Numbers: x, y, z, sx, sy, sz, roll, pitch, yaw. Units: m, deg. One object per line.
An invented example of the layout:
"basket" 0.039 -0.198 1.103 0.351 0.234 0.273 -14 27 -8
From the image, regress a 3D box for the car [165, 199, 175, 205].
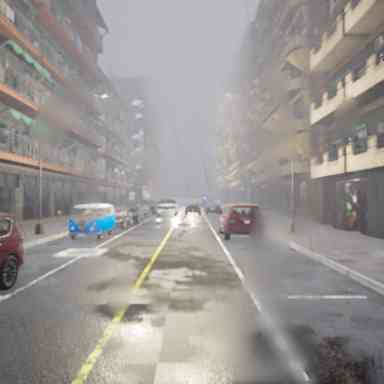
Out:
"car" -5.295 2.468 80.360 2.008 1.369 4.403 1 -1 0

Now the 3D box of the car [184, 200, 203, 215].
"car" 0.105 1.986 40.578 1.812 1.442 4.674 0 -1 0

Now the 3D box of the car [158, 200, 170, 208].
"car" -5.298 2.303 63.349 1.802 1.307 4.206 1 -1 0

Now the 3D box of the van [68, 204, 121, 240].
"van" -5.301 1.545 17.988 1.690 1.788 3.998 1 -1 0

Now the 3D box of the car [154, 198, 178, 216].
"car" -2.744 1.691 38.112 2.150 2.045 5.566 0 -1 0

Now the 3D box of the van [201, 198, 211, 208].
"van" 2.586 2.063 63.380 1.690 1.788 3.998 1 -1 0

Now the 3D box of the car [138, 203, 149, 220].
"car" -5.302 1.898 29.326 1.947 1.339 4.313 1 -1 0

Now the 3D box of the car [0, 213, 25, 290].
"car" -5.302 1.392 6.647 2.192 1.841 5.009 1 -1 0

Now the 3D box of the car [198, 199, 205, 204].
"car" 2.587 2.578 91.900 1.752 1.417 4.829 1 -1 0

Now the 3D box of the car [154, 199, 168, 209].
"car" -5.296 2.096 57.680 1.967 1.590 4.097 1 -1 0

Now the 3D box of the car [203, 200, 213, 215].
"car" 2.580 2.028 40.696 1.947 1.339 4.313 1 -1 0

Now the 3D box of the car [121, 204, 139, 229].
"car" -5.302 1.819 23.655 2.008 1.369 4.403 1 -1 0

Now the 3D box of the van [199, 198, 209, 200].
"van" 2.585 1.997 57.710 1.690 1.788 3.998 1 -1 0

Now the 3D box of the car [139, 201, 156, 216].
"car" -5.301 1.947 34.996 2.008 1.369 4.403 1 -1 0

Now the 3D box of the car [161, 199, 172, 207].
"car" -5.295 2.227 69.021 1.967 1.590 4.097 1 -1 0

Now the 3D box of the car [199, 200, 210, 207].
"car" 2.584 2.353 69.048 1.947 1.339 4.313 1 -1 0

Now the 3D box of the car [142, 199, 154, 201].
"car" -5.297 1.776 40.670 2.192 1.841 5.009 1 -1 0

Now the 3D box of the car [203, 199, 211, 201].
"car" 2.581 2.077 46.366 2.008 1.369 4.403 1 -1 0

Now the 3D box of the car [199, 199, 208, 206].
"car" 2.585 2.397 74.718 1.887 1.381 4.507 1 -1 0

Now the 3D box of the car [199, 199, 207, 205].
"car" 2.586 2.445 80.559 1.752 1.417 4.829 1 -1 0

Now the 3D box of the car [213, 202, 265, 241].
"car" 2.580 1.520 18.016 2.192 1.841 5.009 1 -1 0
